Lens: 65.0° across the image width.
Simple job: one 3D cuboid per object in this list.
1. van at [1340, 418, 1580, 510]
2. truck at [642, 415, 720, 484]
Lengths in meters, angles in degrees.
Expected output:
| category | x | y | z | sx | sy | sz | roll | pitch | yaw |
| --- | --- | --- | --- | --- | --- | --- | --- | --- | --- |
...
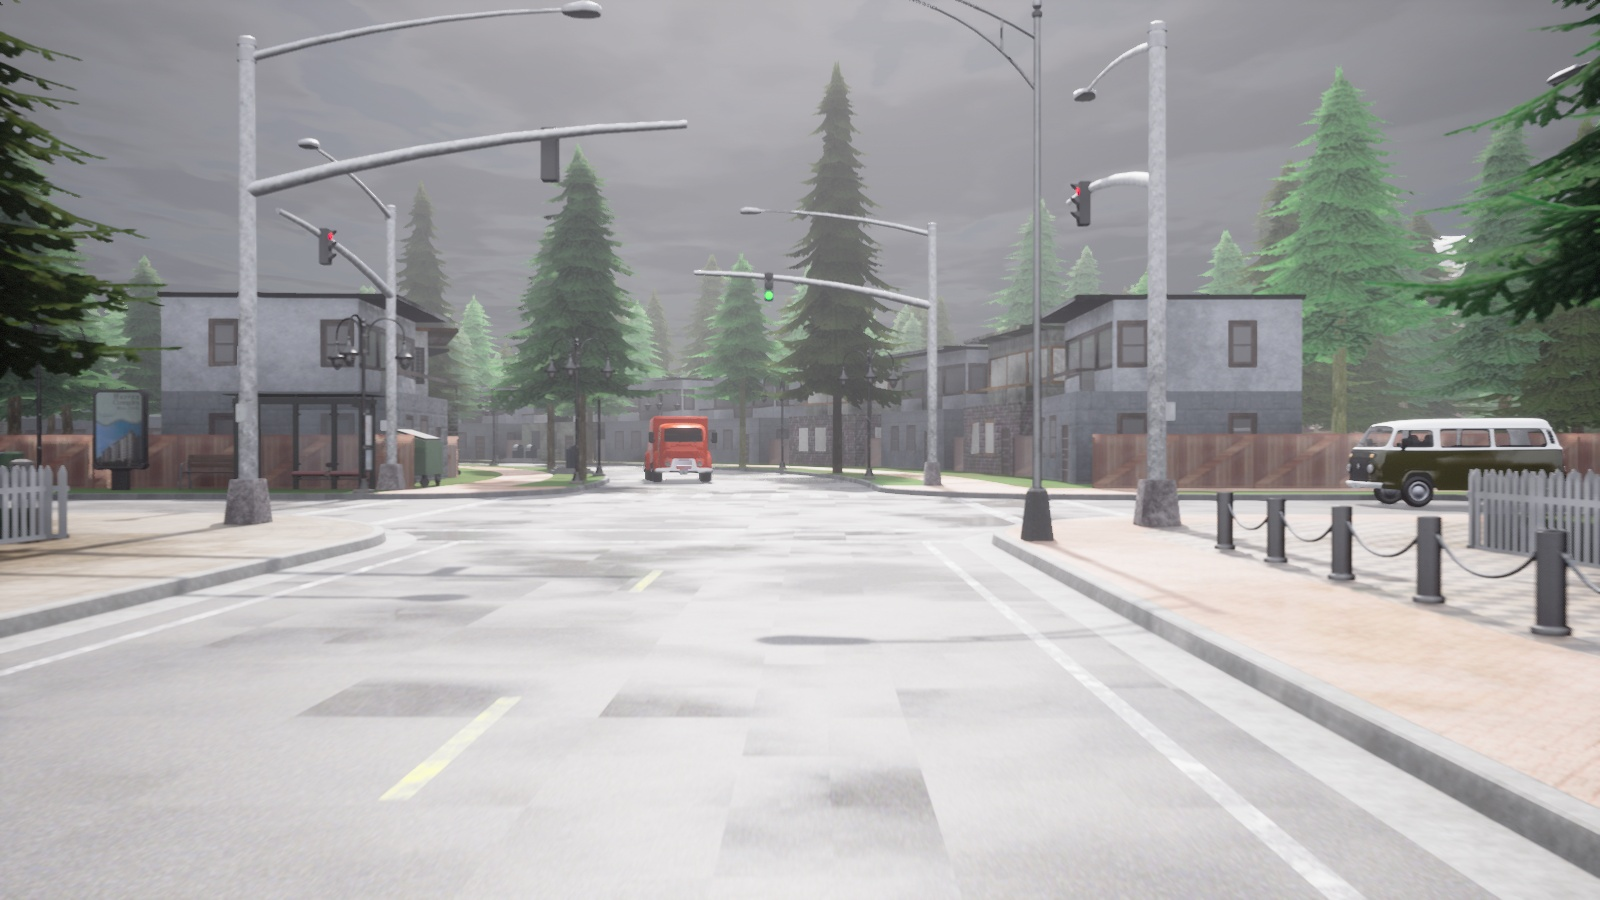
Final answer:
| category | x | y | z | sx | sy | sz | roll | pitch | yaw |
| --- | --- | --- | --- | --- | --- | --- | --- | --- | --- |
| van | 15.191 | 0.303 | 29.111 | 4.480 | 2.038 | 2.069 | 0 | 0 | 2 |
| truck | -4.589 | -0.047 | 47.667 | 2.627 | 2.467 | 5.204 | 0 | 0 | -9 |
